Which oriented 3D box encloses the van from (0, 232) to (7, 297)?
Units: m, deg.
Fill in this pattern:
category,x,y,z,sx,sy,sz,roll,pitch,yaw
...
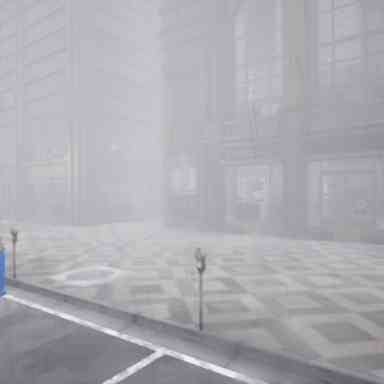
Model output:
category,x,y,z,sx,sy,sz,roll,pitch,yaw
van,-5.482,1.417,6.867,3.998,1.788,1.690,-1,0,35
